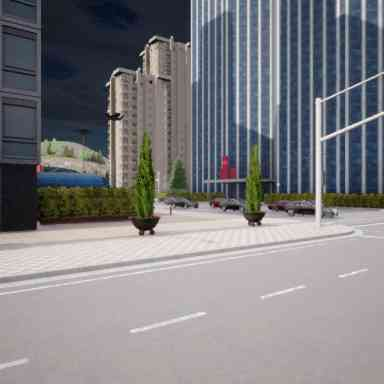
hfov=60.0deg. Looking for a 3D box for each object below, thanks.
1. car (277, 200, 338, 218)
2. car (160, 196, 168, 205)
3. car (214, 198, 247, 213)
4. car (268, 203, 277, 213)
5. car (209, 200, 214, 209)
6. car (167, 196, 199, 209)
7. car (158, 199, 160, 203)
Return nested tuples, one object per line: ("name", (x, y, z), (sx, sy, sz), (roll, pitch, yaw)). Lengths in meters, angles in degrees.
("car", (10.495, 1.491, 29.644), (2.128, 1.511, 4.902), (0, 0, -36))
("car", (-2.567, 1.547, 53.676), (2.033, 1.411, 5.357), (0, 0, -36))
("car", (5.081, 1.491, 37.109), (2.128, 1.511, 4.902), (0, 0, -36))
("car", (10.489, 1.601, 35.606), (1.895, 1.301, 4.718), (0, 0, -36))
("car", (4.368, 1.478, 44.064), (1.882, 1.535, 5.008), (0, 0, -36))
("car", (-0.973, 1.505, 45.481), (1.837, 1.490, 4.892), (0, 0, -36))
("car", (-5.345, 1.498, 69.719), (2.128, 1.511, 4.902), (0, 0, -36))
